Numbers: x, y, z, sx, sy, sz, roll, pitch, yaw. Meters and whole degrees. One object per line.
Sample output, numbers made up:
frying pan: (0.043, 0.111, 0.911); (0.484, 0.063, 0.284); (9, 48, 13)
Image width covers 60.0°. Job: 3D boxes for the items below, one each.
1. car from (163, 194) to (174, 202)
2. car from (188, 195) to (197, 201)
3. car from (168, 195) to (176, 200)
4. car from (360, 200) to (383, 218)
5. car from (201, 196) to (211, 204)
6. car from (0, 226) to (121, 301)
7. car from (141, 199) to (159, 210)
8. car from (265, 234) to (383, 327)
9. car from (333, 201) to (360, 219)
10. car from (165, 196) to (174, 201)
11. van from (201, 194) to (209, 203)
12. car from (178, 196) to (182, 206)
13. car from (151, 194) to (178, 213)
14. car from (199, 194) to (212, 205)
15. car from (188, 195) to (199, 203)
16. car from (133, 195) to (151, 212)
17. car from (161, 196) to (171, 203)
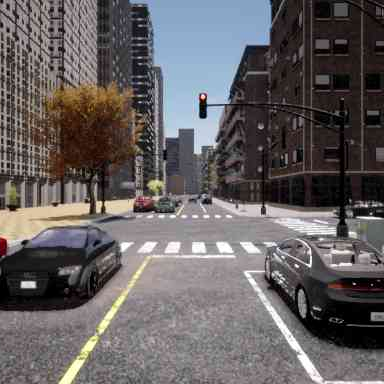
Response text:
car: (-5.573, 1.386, 78.009); (2.192, 1.841, 5.009); (0, 0, 0)
car: (0.121, 1.462, 79.084); (2.033, 1.411, 5.357); (0, 0, 0)
car: (-5.547, 1.654, 94.578); (2.008, 1.369, 4.403); (0, 0, 0)
car: (14.773, 1.345, 23.769); (4.181, 1.385, 1.994); (-1, 0, 0)
car: (2.792, 1.578, 67.120); (1.752, 1.417, 4.829); (0, 0, 0)
car: (-3.089, 1.565, 8.274); (1.994, 1.385, 4.181); (0, 0, 0)
car: (-5.624, 1.592, 44.872); (1.947, 1.339, 4.313); (0, 0, 0)
car: (2.698, 1.551, 6.948); (2.008, 1.369, 4.403); (0, 0, 0)
car: (13.465, 1.350, 26.337); (4.403, 1.369, 2.008); (-1, 1, 0)
car: (-5.564, 1.632, 83.532); (2.008, 1.369, 4.403); (0, 0, 0)
van: (2.799, 1.402, 72.474); (1.690, 1.788, 3.998); (0, 0, 0)
car: (-3.016, 1.634, 51.477); (1.895, 1.301, 4.718); (0, 0, 0)
car: (-3.016, 1.372, 37.034); (2.097, 1.767, 4.553); (0, 0, -1)
car: (2.783, 1.611, 61.427); (1.947, 1.339, 4.313); (0, 0, 0)
car: (0.104, 1.547, 68.661); (2.128, 1.511, 4.902); (0, 0, 0)
car: (-5.633, 1.336, 39.349); (2.192, 1.841, 5.009); (0, 0, 0)
car: (-5.581, 1.627, 72.487); (1.947, 1.339, 4.313); (0, 0, 0)
